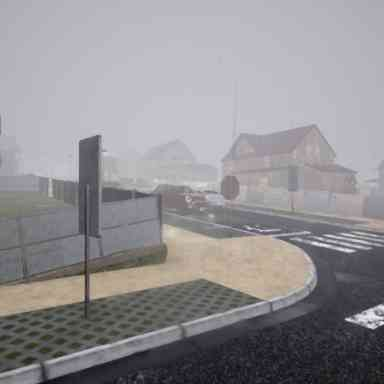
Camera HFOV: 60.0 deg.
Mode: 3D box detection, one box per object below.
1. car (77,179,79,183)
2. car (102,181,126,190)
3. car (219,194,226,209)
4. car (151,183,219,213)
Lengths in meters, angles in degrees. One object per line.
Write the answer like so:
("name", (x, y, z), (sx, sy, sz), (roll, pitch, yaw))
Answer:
("car", (-13.987, -1.038, 43.321), (2.033, 1.411, 5.357), (0, 3, -29))
("car", (-7.931, -0.341, 32.731), (1.837, 1.490, 4.892), (0, 3, -31))
("car", (0.580, 0.404, 24.232), (1.812, 1.442, 4.674), (0, 4, -32))
("car", (-0.796, 0.310, 21.601), (2.097, 1.767, 4.553), (0, 4, -40))
